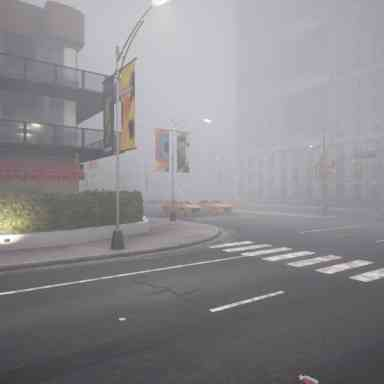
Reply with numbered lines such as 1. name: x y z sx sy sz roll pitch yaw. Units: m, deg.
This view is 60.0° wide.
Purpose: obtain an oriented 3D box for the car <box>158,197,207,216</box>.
1. car: -1.062 1.477 32.648 1.882 1.535 5.008 0 0 -35

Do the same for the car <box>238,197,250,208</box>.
1. car: 6.258 1.477 48.604 1.882 1.535 5.008 0 0 -35

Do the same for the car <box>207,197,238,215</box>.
1. car: 2.066 1.477 34.285 1.882 1.535 5.008 0 0 -35

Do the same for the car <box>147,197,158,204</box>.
1. car: -6.163 1.601 59.267 4.718 1.301 1.895 0 0 42
